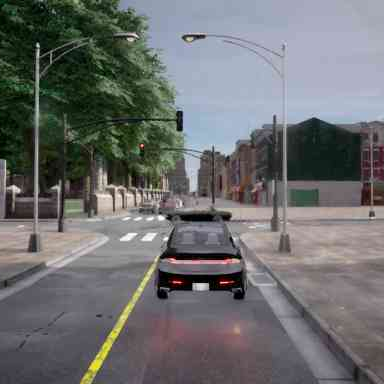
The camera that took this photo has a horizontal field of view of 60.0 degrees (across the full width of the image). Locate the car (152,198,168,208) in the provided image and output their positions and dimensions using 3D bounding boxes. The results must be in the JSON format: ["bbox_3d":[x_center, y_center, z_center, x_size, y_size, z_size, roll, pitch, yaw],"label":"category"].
[{"bbox_3d":[-4.776,1.625,50.016,1.947,1.339,4.313,1,0,0],"label":"car"}]

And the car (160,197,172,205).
[{"bbox_3d":[-4.701,1.671,60.916,1.802,1.307,4.206,1,0,0],"label":"car"}]

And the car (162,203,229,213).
[{"bbox_3d":[0.444,1.638,23.950,4.718,1.301,1.895,0,-1,1],"label":"car"}]

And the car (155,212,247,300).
[{"bbox_3d":[0.213,1.496,8.419,2.128,1.511,4.902,0,0,1],"label":"car"}]

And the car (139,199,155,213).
[{"bbox_3d":[-4.889,1.586,37.431,2.008,1.369,4.403,1,0,0],"label":"car"}]

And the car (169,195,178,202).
[{"bbox_3d":[-4.549,1.621,82.717,1.967,1.590,4.097,1,0,0],"label":"car"}]

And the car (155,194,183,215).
[{"bbox_3d":[-2.310,1.383,34.750,2.097,1.767,4.553,0,0,-1],"label":"car"}]

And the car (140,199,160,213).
[{"bbox_3d":[-4.900,1.564,39.405,1.752,1.417,4.829,1,0,0],"label":"car"}]

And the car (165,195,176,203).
[{"bbox_3d":[-4.624,1.570,71.817,1.967,1.590,4.097,1,0,0],"label":"car"}]

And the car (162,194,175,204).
[{"bbox_3d":[-4.658,1.423,66.367,2.192,1.841,5.009,1,0,0],"label":"car"}]

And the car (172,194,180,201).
[{"bbox_3d":[-4.472,1.556,93.619,2.192,1.841,5.009,1,0,0],"label":"car"}]

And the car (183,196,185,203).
[{"bbox_3d":[-2.275,1.574,45.025,1.812,1.442,4.674,0,0,0],"label":"car"}]

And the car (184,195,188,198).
[{"bbox_3d":[-2.189,1.569,56.860,2.128,1.511,4.902,0,0,1],"label":"car"}]

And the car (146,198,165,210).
[{"bbox_3d":[-4.813,1.598,44.566,2.008,1.369,4.403,1,0,0],"label":"car"}]

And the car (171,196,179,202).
[{"bbox_3d":[-4.514,1.734,87.997,1.752,1.417,4.829,1,0,0],"label":"car"}]
